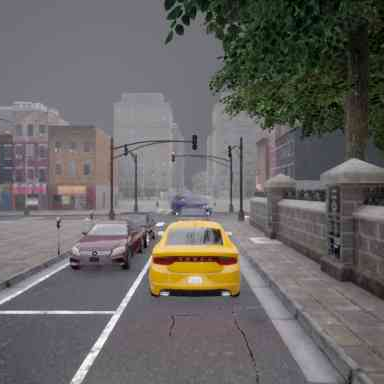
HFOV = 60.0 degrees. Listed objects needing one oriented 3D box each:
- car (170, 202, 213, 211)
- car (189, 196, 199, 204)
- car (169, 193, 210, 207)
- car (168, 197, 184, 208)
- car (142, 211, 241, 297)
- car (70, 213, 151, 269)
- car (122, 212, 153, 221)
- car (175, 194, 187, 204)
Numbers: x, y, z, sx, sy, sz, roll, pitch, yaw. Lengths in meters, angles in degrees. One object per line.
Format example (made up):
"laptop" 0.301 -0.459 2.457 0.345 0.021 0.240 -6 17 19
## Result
"car" 0.030 1.547 19.128 2.033 1.411 5.357 0 0 0
"car" 0.379 1.513 66.917 1.812 1.442 4.674 0 0 0
"car" -0.187 1.215 31.386 2.150 2.045 5.566 -2 0 -27
"car" -2.224 1.484 47.795 2.128 1.511 4.902 0 0 0
"car" 0.078 1.478 8.639 1.882 1.535 5.008 0 0 0
"car" -2.623 1.582 11.045 1.802 1.307 4.206 0 0 0
"car" -2.618 1.566 14.708 1.947 1.339 4.313 0 0 0
"car" -2.161 1.340 65.413 2.097 1.767 4.553 0 0 1
